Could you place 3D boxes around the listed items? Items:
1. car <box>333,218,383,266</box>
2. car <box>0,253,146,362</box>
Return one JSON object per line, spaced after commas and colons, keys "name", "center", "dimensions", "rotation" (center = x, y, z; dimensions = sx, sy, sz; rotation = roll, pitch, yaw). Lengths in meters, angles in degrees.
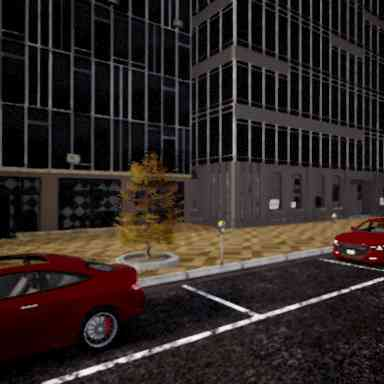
{"name": "car", "center": [6.585, 1.553, 11.256], "dimensions": [4.507, 1.381, 1.887], "rotation": [0, 0, -36]}
{"name": "car", "center": [-2.683, 1.583, 4.644], "dimensions": [4.206, 1.307, 1.802], "rotation": [0, 0, -36]}
